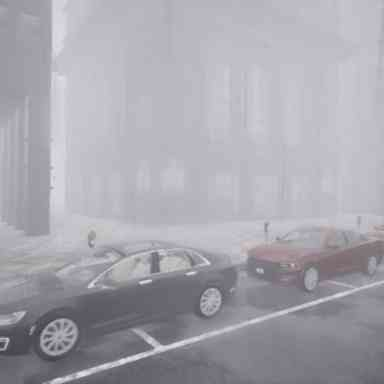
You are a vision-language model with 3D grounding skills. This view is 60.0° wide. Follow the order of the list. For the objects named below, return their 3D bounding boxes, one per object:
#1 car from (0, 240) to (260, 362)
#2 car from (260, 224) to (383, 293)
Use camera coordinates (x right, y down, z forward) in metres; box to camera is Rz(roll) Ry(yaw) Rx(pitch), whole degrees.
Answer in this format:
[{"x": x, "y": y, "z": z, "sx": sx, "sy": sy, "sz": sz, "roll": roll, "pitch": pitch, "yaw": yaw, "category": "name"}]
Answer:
[{"x": -1.141, "y": 1.573, "z": 5.835, "sx": 4.403, "sy": 1.369, "sz": 2.008, "roll": 1, "pitch": 0, "yaw": -35, "category": "car"}, {"x": 3.428, "y": 1.620, "z": 9.094, "sx": 4.507, "sy": 1.381, "sz": 1.887, "roll": 1, "pitch": 0, "yaw": -35, "category": "car"}]
